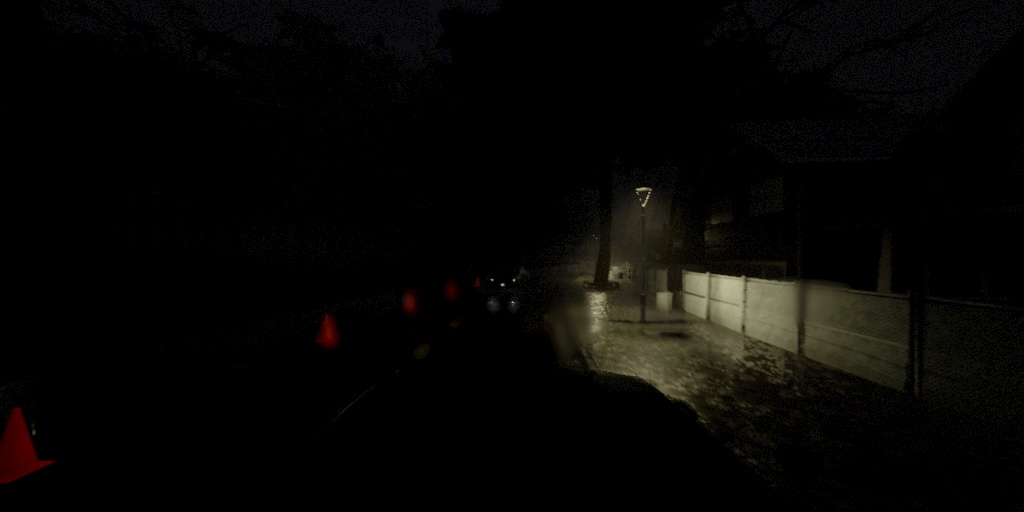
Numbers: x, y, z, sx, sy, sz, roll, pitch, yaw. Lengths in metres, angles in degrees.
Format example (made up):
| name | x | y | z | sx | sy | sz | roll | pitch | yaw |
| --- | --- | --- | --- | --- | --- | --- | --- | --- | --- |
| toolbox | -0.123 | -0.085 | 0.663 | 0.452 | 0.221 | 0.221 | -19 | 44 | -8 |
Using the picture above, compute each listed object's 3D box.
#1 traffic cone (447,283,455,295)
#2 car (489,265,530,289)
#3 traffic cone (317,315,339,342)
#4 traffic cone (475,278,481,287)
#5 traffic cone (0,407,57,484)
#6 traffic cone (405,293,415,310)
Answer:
| name | x | y | z | sx | sy | sz | roll | pitch | yaw |
| --- | --- | --- | --- | --- | --- | --- | --- | --- | --- |
| traffic cone | -3.141 | 1.706 | 18.543 | 0.340 | 0.580 | 0.340 | 0 | 0 | 9 |
| car | -0.010 | 1.319 | 23.669 | 2.033 | 1.411 | 5.357 | 0 | 0 | 12 |
| traffic cone | -4.306 | 1.689 | 8.387 | 0.340 | 0.580 | 0.340 | 0 | 0 | 4 |
| traffic cone | -2.212 | 1.717 | 23.571 | 0.340 | 0.580 | 0.340 | 0 | 0 | 12 |
| traffic cone | -4.538 | 1.682 | 3.279 | 0.340 | 0.580 | 0.340 | 0 | 0 | 1 |
| traffic cone | -3.840 | 1.697 | 13.478 | 0.340 | 0.580 | 0.340 | 0 | 0 | 7 |
